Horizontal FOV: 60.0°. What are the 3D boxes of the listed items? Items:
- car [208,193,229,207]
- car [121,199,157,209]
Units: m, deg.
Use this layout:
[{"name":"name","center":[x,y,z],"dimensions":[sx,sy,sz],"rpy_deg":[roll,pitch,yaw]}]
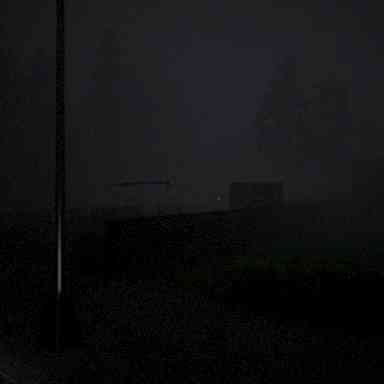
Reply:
[{"name":"car","center":[4.575,1.147,48.843],"dimensions":[2.150,2.045,5.566],"rpy_deg":[0,0,36]},{"name":"car","center":[-6.412,1.516,40.527],"dimensions":[1.895,1.301,4.718],"rpy_deg":[0,0,36]}]
